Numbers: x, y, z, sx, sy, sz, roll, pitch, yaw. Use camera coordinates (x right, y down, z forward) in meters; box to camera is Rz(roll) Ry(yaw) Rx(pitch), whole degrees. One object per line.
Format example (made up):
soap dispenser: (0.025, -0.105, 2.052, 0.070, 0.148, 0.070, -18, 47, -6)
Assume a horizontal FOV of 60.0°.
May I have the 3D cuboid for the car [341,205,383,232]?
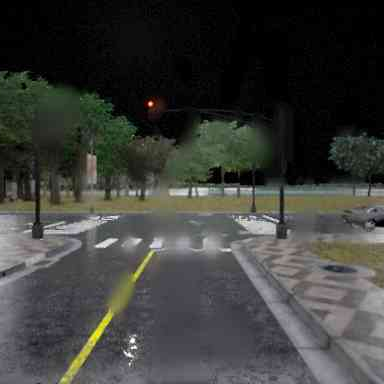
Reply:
car: (11.538, 1.518, 19.854, 4.902, 1.511, 2.128, 0, 0, 0)
